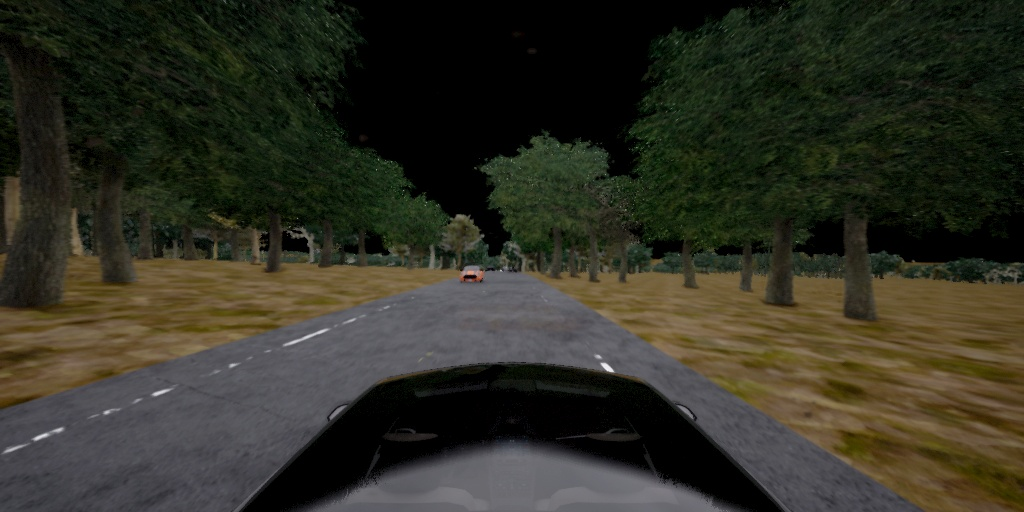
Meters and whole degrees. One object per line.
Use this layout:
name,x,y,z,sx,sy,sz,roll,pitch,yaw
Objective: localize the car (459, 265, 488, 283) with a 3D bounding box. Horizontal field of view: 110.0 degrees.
car,-3.781,1.645,34.421,2.097,1.767,4.553,0,-1,-1
